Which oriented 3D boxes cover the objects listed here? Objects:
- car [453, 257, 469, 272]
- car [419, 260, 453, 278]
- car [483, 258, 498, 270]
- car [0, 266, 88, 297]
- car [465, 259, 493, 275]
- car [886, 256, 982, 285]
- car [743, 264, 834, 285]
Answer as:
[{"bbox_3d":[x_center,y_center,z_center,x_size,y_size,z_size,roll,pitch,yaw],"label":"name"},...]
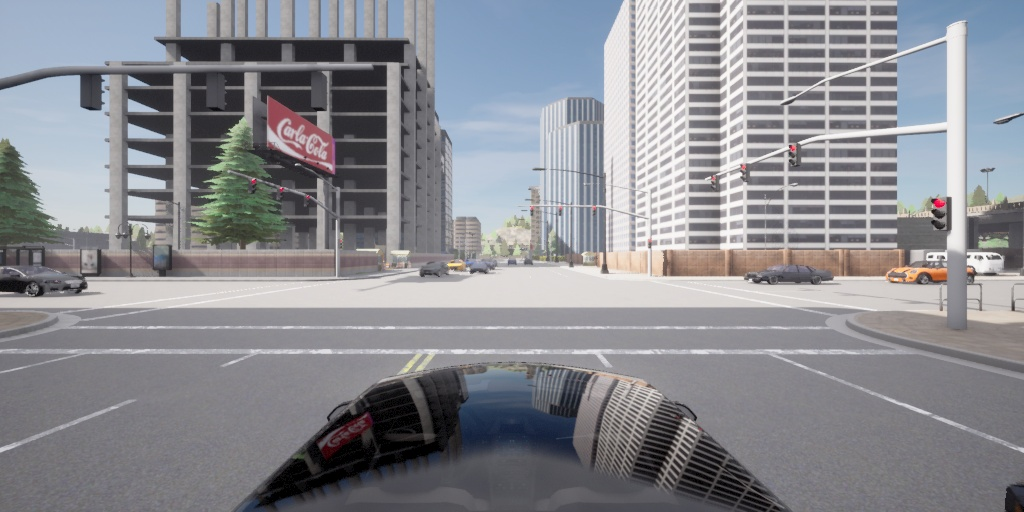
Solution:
[{"bbox_3d":[-7.079,1.227,46.082,1.882,1.535,5.008,0,0,0],"label":"car"},{"bbox_3d":[-7.355,1.255,34.338,1.837,1.490,4.892,0,0,4],"label":"car"},{"bbox_3d":[-3.570,1.102,51.301,2.097,1.767,4.553,0,0,0],"label":"car"},{"bbox_3d":[-24.548,1.241,18.121,4.902,1.511,2.128,0,0,0],"label":"car"},{"bbox_3d":[-3.580,1.298,39.793,2.033,1.411,5.357,0,0,0],"label":"car"},{"bbox_3d":[29.655,1.102,25.558,4.553,1.767,2.097,0,0,1],"label":"car"},{"bbox_3d":[19.647,1.297,25.537,5.357,1.411,2.033,0,0,0],"label":"car"}]
